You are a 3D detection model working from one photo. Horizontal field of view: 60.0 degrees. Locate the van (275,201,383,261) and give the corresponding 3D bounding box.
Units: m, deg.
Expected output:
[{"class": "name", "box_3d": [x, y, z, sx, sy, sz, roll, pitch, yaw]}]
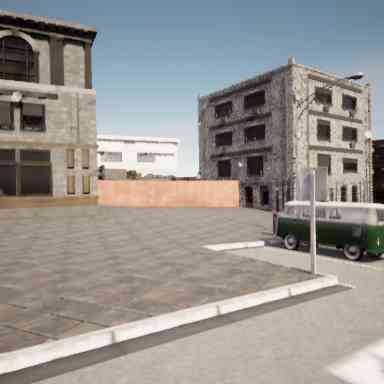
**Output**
[{"class": "van", "box_3d": [5.259, 1.381, 12.898, 1.878, 1.987, 4.442, 2, -1, -35]}]
